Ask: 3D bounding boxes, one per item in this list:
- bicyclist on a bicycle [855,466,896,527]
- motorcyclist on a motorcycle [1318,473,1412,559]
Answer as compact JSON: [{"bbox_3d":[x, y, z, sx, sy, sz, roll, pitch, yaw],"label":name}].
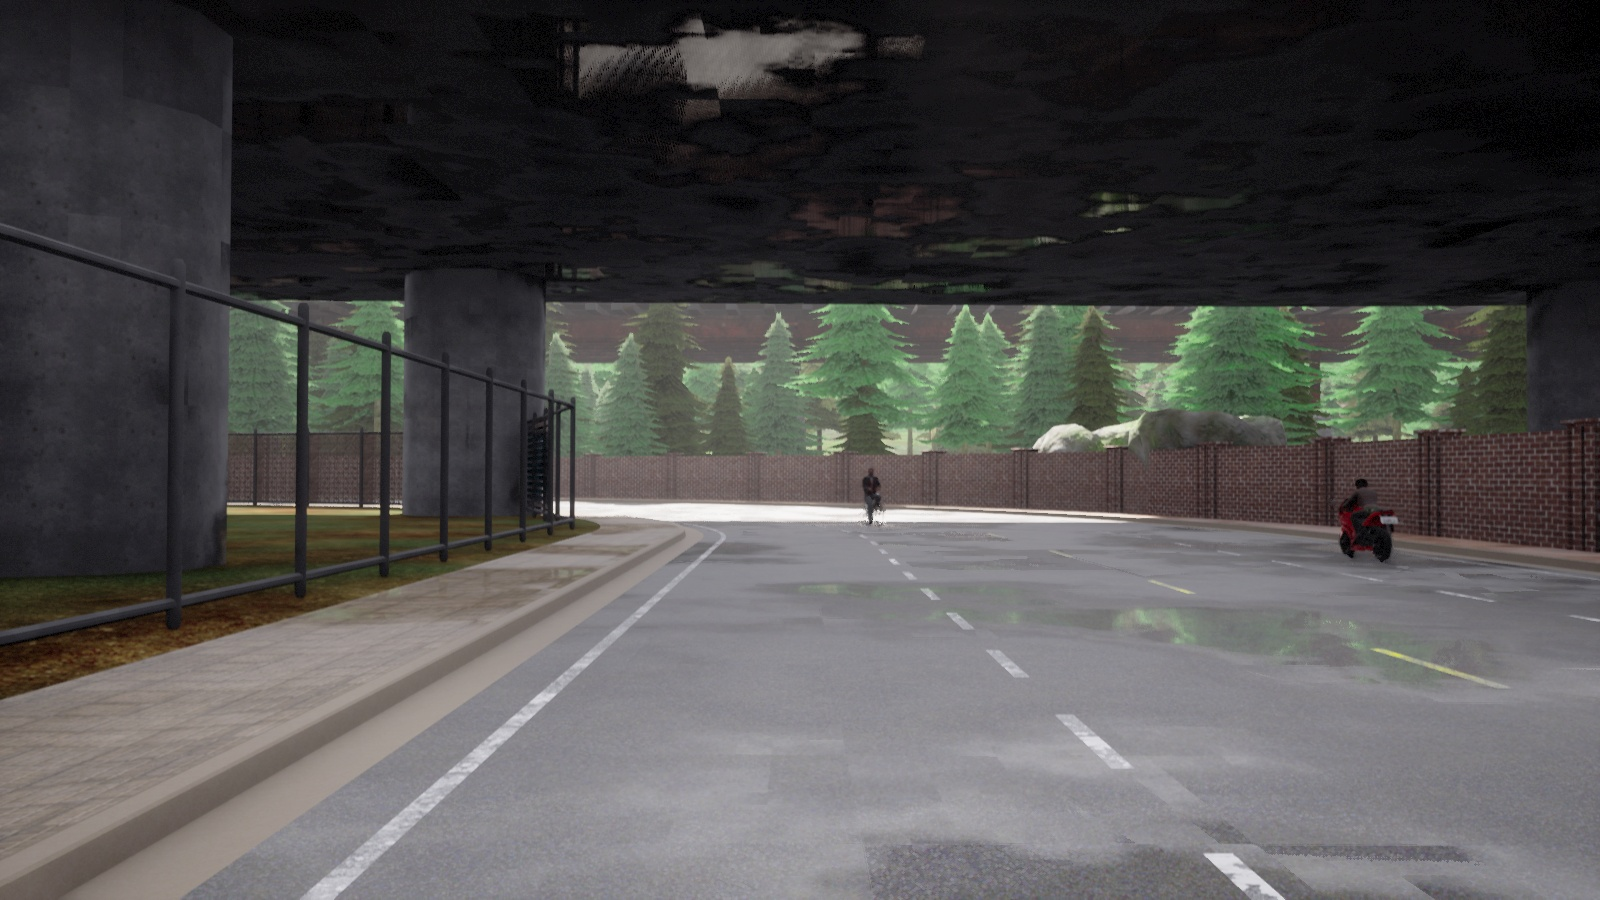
[{"bbox_3d":[2.248,1.380,37.621,0.659,1.776,1.843,0,-1,-15],"label":"bicyclist on a bicycle"},{"bbox_3d":[10.446,1.192,23.298,0.797,1.523,2.044,0,-1,0],"label":"motorcyclist on a motorcycle"}]
